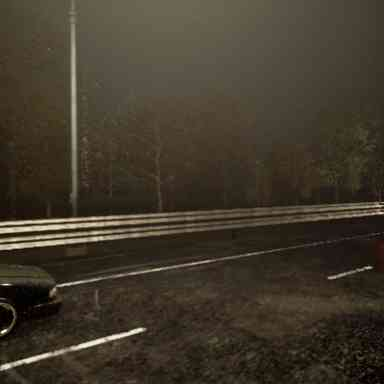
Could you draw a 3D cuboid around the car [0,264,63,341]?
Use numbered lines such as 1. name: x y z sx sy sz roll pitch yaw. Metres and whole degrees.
1. car: -4.803 1.582 4.745 5.357 1.411 2.033 -1 0 -35
